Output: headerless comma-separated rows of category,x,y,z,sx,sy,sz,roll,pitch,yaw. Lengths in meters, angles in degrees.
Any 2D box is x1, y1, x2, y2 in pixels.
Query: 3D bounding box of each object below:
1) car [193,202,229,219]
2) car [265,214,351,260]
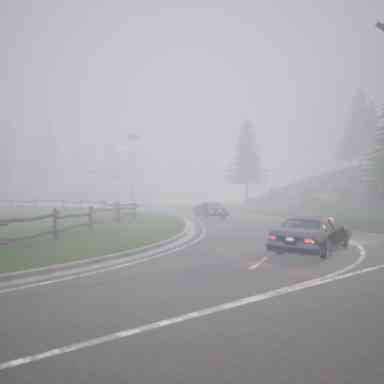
car,1.591,1.568,29.380,2.033,1.411,5.357,0,0,-15
car,4.584,1.560,12.633,2.033,1.411,5.357,0,0,36
